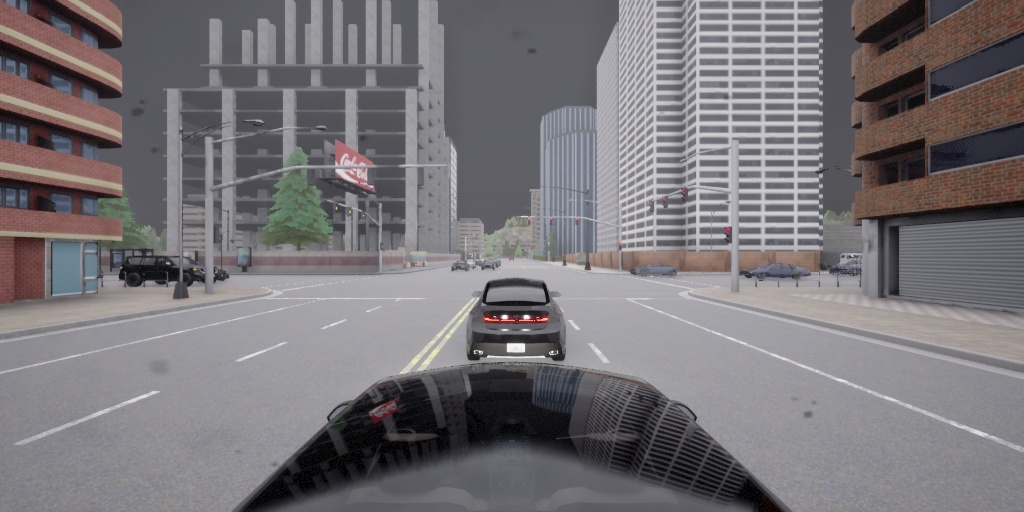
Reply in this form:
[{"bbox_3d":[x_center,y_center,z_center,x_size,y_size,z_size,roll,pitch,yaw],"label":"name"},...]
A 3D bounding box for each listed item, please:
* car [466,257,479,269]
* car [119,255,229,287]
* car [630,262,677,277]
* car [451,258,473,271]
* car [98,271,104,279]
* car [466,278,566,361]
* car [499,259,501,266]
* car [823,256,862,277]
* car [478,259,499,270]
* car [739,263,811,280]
[{"bbox_3d":[-6.808,1.276,56.735,1.812,1.442,4.674,0,0,0],"label":"car"},{"bbox_3d":[-22.809,0.972,24.025,5.566,2.045,2.150,0,0,0],"label":"car"},{"bbox_3d":[13.694,1.314,34.738,4.181,1.385,1.994,0,0,0],"label":"car"},{"bbox_3d":[-6.860,1.314,47.989,1.994,1.385,4.181,0,0,0],"label":"car"},{"bbox_3d":[-34.872,1.297,27.523,5.357,1.411,2.033,0,0,0],"label":"car"},{"bbox_3d":[0.095,1.255,8.278,1.837,1.490,4.892,0,0,1],"label":"car"},{"bbox_3d":[-3.276,1.228,60.987,1.882,1.535,5.008,0,0,1],"label":"car"},{"bbox_3d":[33.561,1.102,34.722,4.553,1.767,2.097,0,0,0],"label":"car"},{"bbox_3d":[-3.340,1.255,51.540,1.837,1.490,4.892,0,0,0],"label":"car"},{"bbox_3d":[22.811,1.297,31.240,5.357,1.411,2.033,0,0,0],"label":"car"}]
